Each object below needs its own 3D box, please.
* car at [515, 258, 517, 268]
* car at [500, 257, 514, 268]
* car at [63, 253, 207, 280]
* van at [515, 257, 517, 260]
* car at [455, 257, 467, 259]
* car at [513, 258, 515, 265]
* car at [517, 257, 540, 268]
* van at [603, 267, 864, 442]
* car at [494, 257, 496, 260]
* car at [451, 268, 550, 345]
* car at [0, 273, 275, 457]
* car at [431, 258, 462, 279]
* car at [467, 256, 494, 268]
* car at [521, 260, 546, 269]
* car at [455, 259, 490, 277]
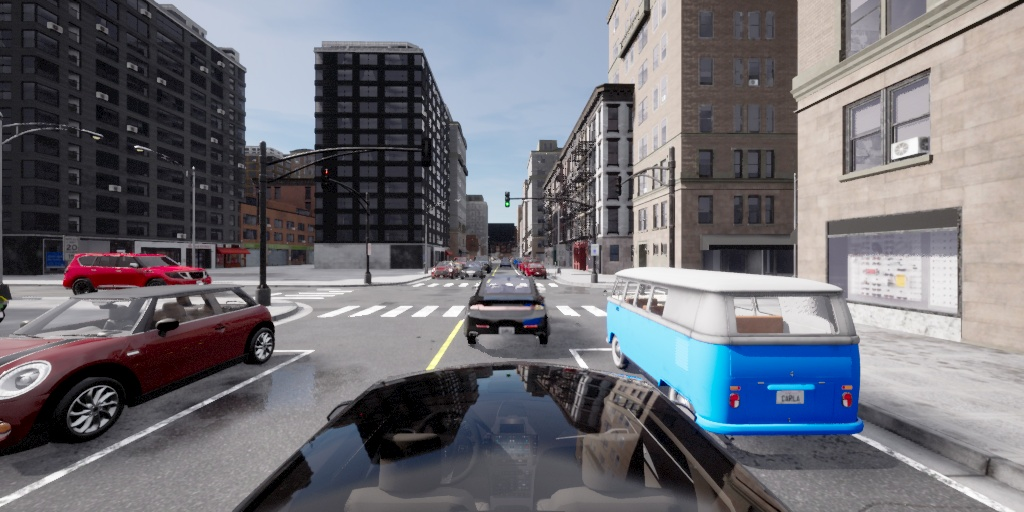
[{"bbox_3d":[1.789,1.292,48.326,1.888,1.381,4.507,0,0,-1],"label":"car"},{"bbox_3d":[-1.107,1.307,62.261,1.994,1.385,4.181,0,0,-1],"label":"car"},{"bbox_3d":[-17.702,0.883,17.093,5.566,2.045,2.150,0,0,-1],"label":"car"},{"bbox_3d":[1.689,1.087,53.735,1.690,1.789,3.998,0,0,-1],"label":"van"},{"bbox_3d":[-6.135,1.063,42.769,2.192,1.841,5.009,0,0,-1],"label":"car"},{"bbox_3d":[1.589,1.310,59.144,1.948,1.339,4.313,0,0,-1],"label":"car"},{"bbox_3d":[1.989,1.063,37.509,2.192,1.841,5.009,0,0,-1],"label":"car"},{"bbox_3d":[2.586,1.091,5.224,1.690,1.789,3.998,0,0,-1],"label":"van"},{"bbox_3d":[-3.762,1.294,52.164,2.033,1.411,5.357,0,0,-1],"label":"car"},{"bbox_3d":[-0.085,1.242,9.453,2.128,1.511,4.902,0,0,0],"label":"car"},{"bbox_3d":[-5.438,1.189,5.076,1.967,1.591,4.097,0,0,-1],"label":"car"},{"bbox_3d":[-5.935,1.188,31.952,1.967,1.591,4.097,0,0,-1],"label":"car"},{"bbox_3d":[-3.570,0.970,41.762,2.150,2.045,5.566,0,0,0],"label":"car"},{"bbox_3d":[2.089,1.294,32.100,1.888,1.381,4.507,0,0,-1],"label":"car"},{"bbox_3d":[-3.383,1.240,31.599,2.128,1.511,4.902,0,0,-1],"label":"car"}]
